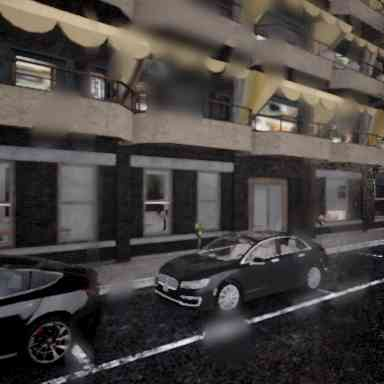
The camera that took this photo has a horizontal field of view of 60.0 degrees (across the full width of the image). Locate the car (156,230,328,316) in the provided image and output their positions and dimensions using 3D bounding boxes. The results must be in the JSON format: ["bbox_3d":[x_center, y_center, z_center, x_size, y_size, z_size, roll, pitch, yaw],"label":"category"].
[{"bbox_3d":[1.290,1.579,7.483,4.403,1.369,2.008,0,0,-36],"label":"car"}]

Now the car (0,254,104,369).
[{"bbox_3d":[-3.306,1.564,4.200,4.313,1.339,1.947,0,0,-36],"label":"car"}]
